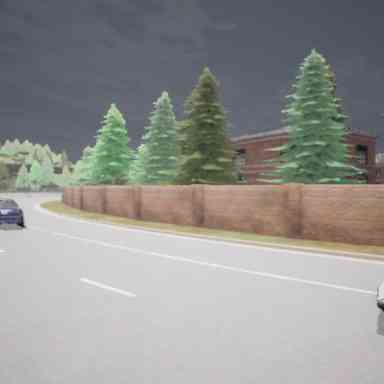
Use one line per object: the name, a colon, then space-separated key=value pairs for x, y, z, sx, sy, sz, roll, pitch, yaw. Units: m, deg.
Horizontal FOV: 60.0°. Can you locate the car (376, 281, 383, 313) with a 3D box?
car: x=5.248 y=1.630 z=4.572 sx=4.718 sy=1.301 sz=1.895 roll=1 pitch=0 yaw=35

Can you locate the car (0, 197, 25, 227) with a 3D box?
car: x=-11.752 y=1.153 z=20.052 sx=2.097 sy=1.767 sz=4.553 roll=0 pitch=0 yaw=-41
